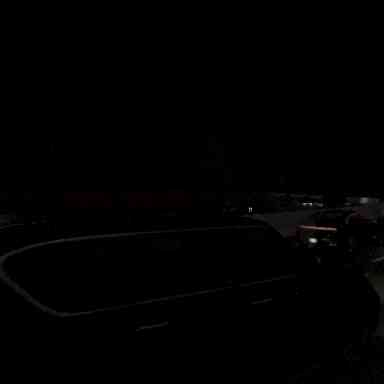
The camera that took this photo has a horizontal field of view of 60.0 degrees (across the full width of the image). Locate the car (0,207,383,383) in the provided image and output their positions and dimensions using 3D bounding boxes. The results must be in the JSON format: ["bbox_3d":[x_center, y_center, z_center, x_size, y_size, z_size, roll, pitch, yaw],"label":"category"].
[{"bbox_3d":[-0.062,1.219,3.840,5.566,2.045,2.150,0,0,-37],"label":"car"}]

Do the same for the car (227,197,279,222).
[{"bbox_3d":[5.094,1.351,27.383,2.097,1.767,4.553,0,0,42],"label":"car"}]

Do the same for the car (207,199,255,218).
[{"bbox_3d":[3.733,1.476,31.055,1.882,1.535,5.008,0,0,41],"label":"car"}]

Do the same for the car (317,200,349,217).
[{"bbox_3d":[13.753,1.562,32.321,1.994,1.385,4.181,0,0,37],"label":"car"}]
